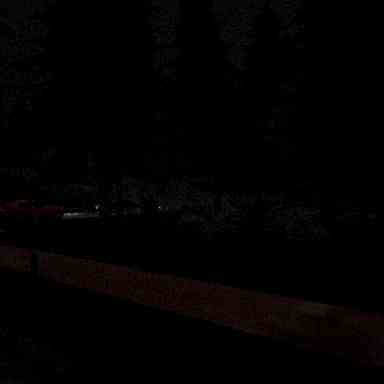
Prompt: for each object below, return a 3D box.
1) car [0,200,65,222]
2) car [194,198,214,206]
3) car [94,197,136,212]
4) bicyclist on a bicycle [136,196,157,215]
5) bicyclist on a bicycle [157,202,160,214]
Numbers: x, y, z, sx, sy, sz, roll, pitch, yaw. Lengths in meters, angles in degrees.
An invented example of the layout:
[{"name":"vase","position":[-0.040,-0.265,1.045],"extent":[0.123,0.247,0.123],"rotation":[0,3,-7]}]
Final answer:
[{"name":"car","position":[-11.853,1.325,24.510],"extent":[1.882,1.535,5.008],"rotation":[0,0,35]},{"name":"car","position":[1.104,1.460,42.566],"extent":[1.994,1.385,4.181],"rotation":[0,-2,40]},{"name":"car","position":[-8.278,1.340,35.889],"extent":[2.128,1.511,4.902],"rotation":[0,0,36]},{"name":"bicyclist on a bicycle","position":[-4.073,1.149,28.424],"extent":[1.656,1.620,0.582],"rotation":[0,0,15]},{"name":"bicyclist on a bicycle","position":[-3.511,1.150,28.907],"extent":[1.656,1.620,0.582],"rotation":[0,0,22]}]
